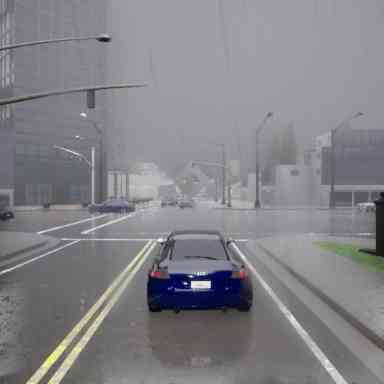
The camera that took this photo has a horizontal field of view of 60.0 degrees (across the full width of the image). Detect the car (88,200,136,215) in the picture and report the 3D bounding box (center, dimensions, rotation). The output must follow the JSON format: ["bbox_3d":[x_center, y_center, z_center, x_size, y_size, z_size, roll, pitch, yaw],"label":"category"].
[{"bbox_3d":[-7.988,1.564,33.405,4.674,1.442,1.812,0,0,0],"label":"car"}]

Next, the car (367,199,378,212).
[{"bbox_3d":[20.529,1.515,33.608,4.181,1.385,1.994,0,0,0],"label":"car"}]

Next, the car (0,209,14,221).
[{"bbox_3d":[-16.378,1.672,26.147,4.181,1.385,1.994,-1,0,0],"label":"car"}]

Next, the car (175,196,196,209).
[{"bbox_3d":[-0.547,1.546,46.260,2.033,1.411,5.357,0,0,6],"label":"car"}]

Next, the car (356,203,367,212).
[{"bbox_3d":[20.770,1.477,37.123,4.674,1.442,1.812,0,0,-2],"label":"car"}]

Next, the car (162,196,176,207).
[{"bbox_3d":[-3.553,1.491,51.205,2.128,1.511,4.902,0,0,0],"label":"car"}]

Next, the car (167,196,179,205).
[{"bbox_3d":[-3.500,1.505,61.605,1.837,1.490,4.892,0,0,1],"label":"car"}]

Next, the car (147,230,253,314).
[{"bbox_3d":[0.093,1.564,7.727,1.994,1.385,4.181,0,0,-2],"label":"car"}]
